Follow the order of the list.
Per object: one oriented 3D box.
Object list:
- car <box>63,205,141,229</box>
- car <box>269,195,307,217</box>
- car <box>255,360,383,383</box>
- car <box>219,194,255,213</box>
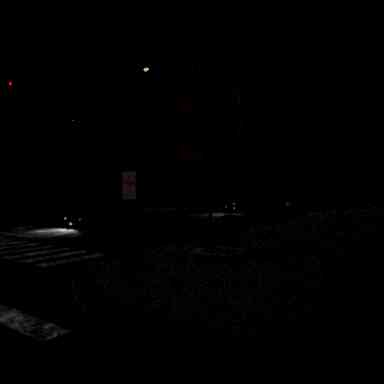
[{"bbox_3d":[-5.836,1.555,22.357,2.033,1.411,5.357,0,0,35],"label":"car"},{"bbox_3d":[9.394,1.275,32.274,2.150,2.045,5.566,0,0,35],"label":"car"},{"bbox_3d":[2.144,1.552,1.314,4.403,1.369,2.008,0,0,36],"label":"car"},{"bbox_3d":[5.232,1.266,37.977,2.150,2.045,5.566,0,0,35],"label":"car"}]
